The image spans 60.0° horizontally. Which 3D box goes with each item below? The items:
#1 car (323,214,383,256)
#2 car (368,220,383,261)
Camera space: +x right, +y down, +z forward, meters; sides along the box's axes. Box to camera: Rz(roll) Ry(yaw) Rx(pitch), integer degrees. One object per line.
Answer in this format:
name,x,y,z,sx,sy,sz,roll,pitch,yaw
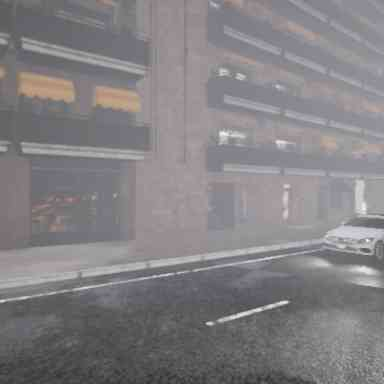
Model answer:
car,6.896,1.574,12.606,4.674,1.442,1.812,0,0,-37
car,6.879,1.544,8.561,4.902,1.511,2.128,1,0,-36
